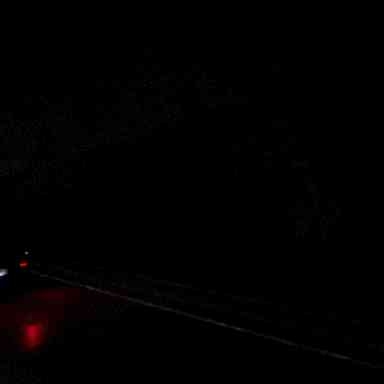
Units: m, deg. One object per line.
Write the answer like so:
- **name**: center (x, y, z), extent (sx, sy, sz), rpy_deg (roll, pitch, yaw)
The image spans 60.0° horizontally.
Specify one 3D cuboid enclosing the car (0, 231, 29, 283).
- **car**: center (-5.981, 1.582, 8.582), extent (4.674, 1.442, 1.812), rpy_deg (0, 0, 37)
